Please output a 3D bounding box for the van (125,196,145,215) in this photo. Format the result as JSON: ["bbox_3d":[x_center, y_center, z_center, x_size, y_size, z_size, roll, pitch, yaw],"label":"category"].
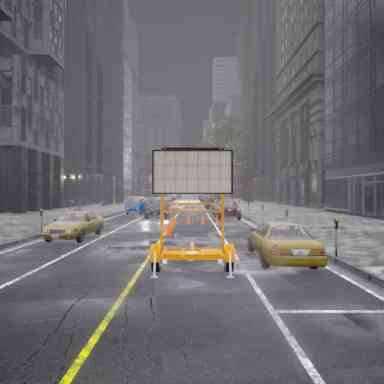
[{"bbox_3d":[-5.610,1.335,33.369,1.690,1.788,3.998,0,0,0],"label":"van"}]

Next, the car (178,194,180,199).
[{"bbox_3d":[-5.507,1.457,95.397,2.192,1.841,5.009,0,0,0],"label":"car"}]

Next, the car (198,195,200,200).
[{"bbox_3d":[2.990,1.659,78.455,1.802,1.307,4.206,0,0,0],"label":"car"}]

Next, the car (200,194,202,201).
[{"bbox_3d":[2.962,1.480,61.537,1.967,1.590,4.097,0,0,0],"label":"car"}]

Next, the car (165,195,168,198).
[{"bbox_3d":[-5.573,1.574,55.924,1.887,1.381,4.507,0,0,0],"label":"car"}]

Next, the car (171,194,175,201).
[{"bbox_3d":[-5.536,1.602,78.310,1.752,1.417,4.829,0,0,0],"label":"car"}]

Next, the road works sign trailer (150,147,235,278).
[{"bbox_3d":[0.016,0.461,10.099,2.380,3.560,2.880,0,0,0],"label":"road works sign trailer"}]

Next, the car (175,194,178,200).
[{"bbox_3d":[-5.526,1.412,84.118,2.192,1.841,5.009,0,0,0],"label":"car"}]

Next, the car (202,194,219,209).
[{"bbox_3d":[2.933,1.323,44.619,2.192,1.841,5.009,0,0,0],"label":"car"}]

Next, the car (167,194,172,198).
[{"bbox_3d":[-5.554,1.632,67.203,1.802,1.307,4.206,0,0,0],"label":"car"}]

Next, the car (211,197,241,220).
[{"bbox_3d":[2.905,1.431,27.700,1.967,1.590,4.097,0,0,0],"label":"car"}]

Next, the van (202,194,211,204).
[{"bbox_3d":[2.972,1.391,67.176,1.690,1.788,3.998,0,0,0],"label":"van"}]

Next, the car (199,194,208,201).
[{"bbox_3d":[3.009,1.435,89.734,2.192,1.841,5.009,0,0,0],"label":"car"}]

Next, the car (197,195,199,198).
[{"bbox_3d":[2.999,1.663,84.093,1.947,1.339,4.313,0,0,0],"label":"car"}]

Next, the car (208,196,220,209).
[{"bbox_3d":[2.914,1.434,33.339,1.967,1.590,4.097,0,0,0],"label":"car"}]

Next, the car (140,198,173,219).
[{"bbox_3d":[-2.953,1.495,28.614,1.837,1.490,4.892,0,0,0],"label":"car"}]

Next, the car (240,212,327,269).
[{"bbox_3d":[2.883,1.521,10.984,1.752,1.417,4.829,0,0,1],"label":"car"}]

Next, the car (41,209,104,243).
[{"bbox_3d":[-5.641,1.519,16.244,1.752,1.417,4.829,0,0,1],"label":"car"}]

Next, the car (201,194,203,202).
[{"bbox_3d":[2.943,1.333,50.257,2.192,1.841,5.009,0,0,0],"label":"car"}]
